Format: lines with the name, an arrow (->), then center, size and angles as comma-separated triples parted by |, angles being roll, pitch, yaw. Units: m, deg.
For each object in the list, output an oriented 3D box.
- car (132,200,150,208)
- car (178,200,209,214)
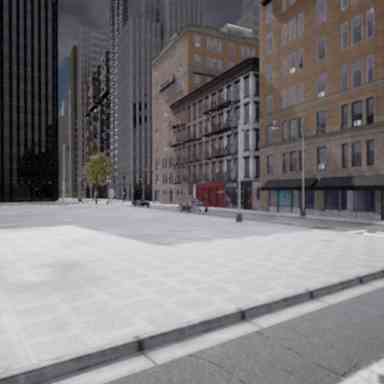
car -> -8.507, 1.918, 55.190 | 1.895, 1.301, 4.718 | 0, 0, -26
car -> 0.112, 1.659, 37.544 | 2.128, 1.511, 4.902 | 0, 0, -26
